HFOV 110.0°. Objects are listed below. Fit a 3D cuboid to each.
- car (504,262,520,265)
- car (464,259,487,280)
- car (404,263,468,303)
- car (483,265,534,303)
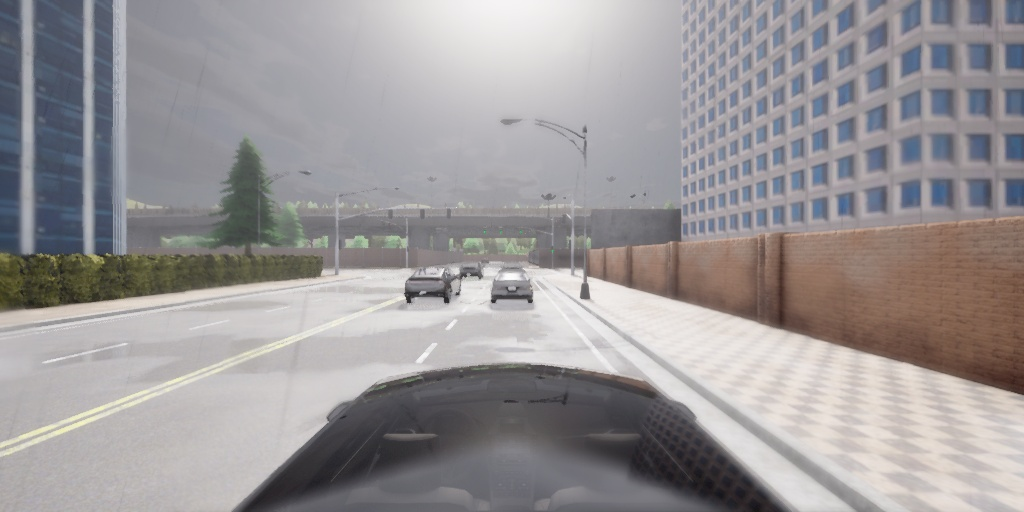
[{"bbox_3d":[0.000,1.265,31.500,1.837,1.490,4.892,0,0,0],"label":"car"},{"bbox_3d":[-3.500,1.265,31.500,1.837,1.490,4.892,0,0,0],"label":"car"},{"bbox_3d":[-3.500,1.244,16.500,2.128,1.511,4.902,0,0,0],"label":"car"},{"bbox_3d":[0.000,1.312,16.500,2.033,1.411,5.357,0,0,0],"label":"car"}]
